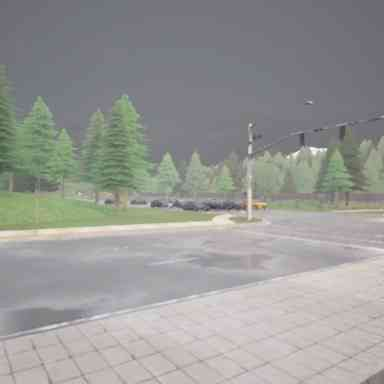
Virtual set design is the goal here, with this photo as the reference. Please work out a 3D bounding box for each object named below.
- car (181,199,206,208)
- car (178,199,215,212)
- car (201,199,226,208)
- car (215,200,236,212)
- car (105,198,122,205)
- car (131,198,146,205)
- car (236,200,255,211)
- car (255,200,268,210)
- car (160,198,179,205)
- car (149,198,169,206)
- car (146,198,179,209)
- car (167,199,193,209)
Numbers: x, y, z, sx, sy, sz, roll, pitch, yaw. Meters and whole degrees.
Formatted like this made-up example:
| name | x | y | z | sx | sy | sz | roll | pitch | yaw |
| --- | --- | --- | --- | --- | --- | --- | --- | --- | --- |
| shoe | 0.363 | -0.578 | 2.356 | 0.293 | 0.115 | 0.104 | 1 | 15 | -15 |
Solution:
| name | x | y | z | sx | sy | sz | roll | pitch | yaw |
| --- | --- | --- | --- | --- | --- | --- | --- | --- | --- |
| car | 0.224 | 1.885 | 55.480 | 1.812 | 1.442 | 4.674 | 1 | 0 | -35 |
| car | 0.513 | 1.844 | 42.861 | 1.994 | 1.385 | 4.181 | 1 | 0 | -35 |
| car | 3.567 | 1.961 | 56.781 | 1.994 | 1.385 | 4.181 | 1 | 0 | -37 |
| car | 3.269 | 1.920 | 45.025 | 1.895 | 1.301 | 4.718 | 1 | 0 | -35 |
| car | -15.723 | 1.830 | 66.174 | 2.033 | 1.411 | 5.357 | 1 | 0 | -35 |
| car | -10.263 | 1.886 | 64.428 | 1.994 | 1.385 | 4.181 | 1 | -1 | -35 |
| car | 5.953 | 1.906 | 47.295 | 2.033 | 1.411 | 5.357 | 1 | 0 | -35 |
| car | 8.921 | 1.875 | 49.164 | 1.882 | 1.535 | 5.008 | 1 | 0 | -35 |
| car | -4.715 | 2.001 | 68.777 | 1.895 | 1.301 | 4.718 | 1 | 0 | -35 |
| car | -6.446 | 1.887 | 65.099 | 1.812 | 1.442 | 4.674 | 1 | 0 | -34 |
| car | -4.516 | 1.770 | 50.039 | 2.128 | 1.511 | 4.902 | 1 | 0 | -35 |
| car | -1.931 | 1.846 | 52.453 | 1.812 | 1.442 | 4.674 | 1 | 0 | -35 |
